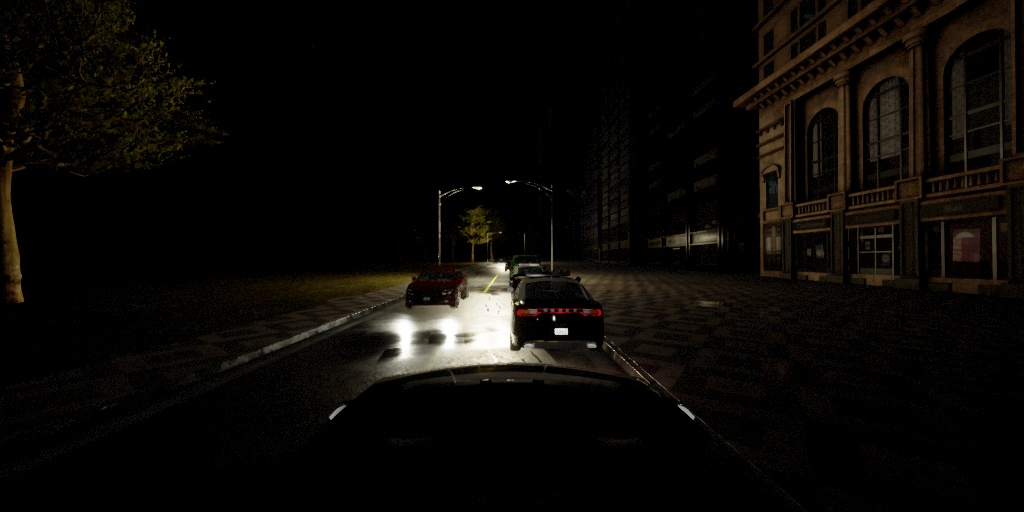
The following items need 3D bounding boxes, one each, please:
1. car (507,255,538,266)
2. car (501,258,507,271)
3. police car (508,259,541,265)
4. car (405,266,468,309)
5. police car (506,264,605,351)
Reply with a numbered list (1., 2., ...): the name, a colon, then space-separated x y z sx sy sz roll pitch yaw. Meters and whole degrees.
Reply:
1. car: 0.895 0.963 25.054 2.150 2.045 5.566 0 0 0
2. car: 0.017 1.252 46.584 2.033 1.411 5.357 0 0 1
3. police car: 0.898 1.170 19.133 1.930 1.638 5.238 0 0 0
4. car: -3.002 1.225 15.103 1.882 1.535 5.008 0 0 0
5. police car: 0.899 1.175 9.132 1.930 1.638 5.238 0 0 0
